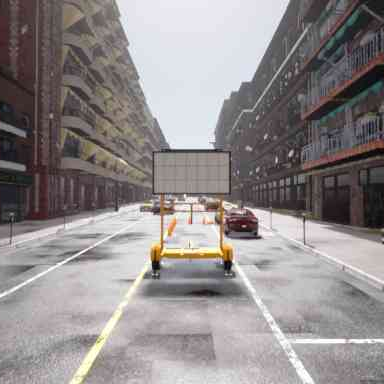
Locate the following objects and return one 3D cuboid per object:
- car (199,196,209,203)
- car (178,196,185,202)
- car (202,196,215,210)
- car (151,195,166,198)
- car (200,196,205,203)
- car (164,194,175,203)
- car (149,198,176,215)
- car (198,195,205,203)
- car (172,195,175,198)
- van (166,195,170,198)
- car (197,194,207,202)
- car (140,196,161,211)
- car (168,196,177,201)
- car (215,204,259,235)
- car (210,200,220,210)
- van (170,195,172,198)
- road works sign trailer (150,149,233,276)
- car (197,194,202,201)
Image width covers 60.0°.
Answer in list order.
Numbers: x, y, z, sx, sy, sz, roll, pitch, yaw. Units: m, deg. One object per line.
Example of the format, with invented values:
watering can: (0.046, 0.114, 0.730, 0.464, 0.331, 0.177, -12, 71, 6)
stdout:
car: (2.587, 1.626, 74.018, 1.967, 1.590, 4.097, 1, 0, 0)
car: (-2.758, 1.774, 87.648, 1.812, 1.442, 4.674, 0, 0, 0)
car: (2.581, 1.614, 40.832, 1.887, 1.381, 4.507, 1, 0, 0)
car: (-5.294, 1.399, 46.427, 2.192, 1.841, 5.009, 2, 0, 0)
car: (2.580, 1.634, 46.364, 2.008, 1.369, 4.403, 1, 0, 0)
car: (-5.298, 1.526, 79.608, 2.192, 1.841, 5.009, 1, 0, 0)
car: (-2.852, 1.614, 33.802, 1.994, 1.385, 4.181, 0, 0, 0)
car: (2.579, 1.684, 62.956, 1.887, 1.381, 4.507, 1, 0, 0)
car: (-5.298, 1.501, 74.078, 2.192, 1.841, 5.009, 1, 0, 0)
van: (-5.296, 1.460, 57.485, 1.690, 1.788, 3.998, 2, 0, 0)
car: (2.547, 1.551, 85.080, 2.192, 1.841, 5.009, 1, 0, 0)
car: (-5.299, 1.594, 40.725, 1.752, 1.417, 4.829, 2, 0, 0)
car: (-5.306, 1.830, 90.669, 1.947, 1.339, 4.313, 1, 0, 0)
car: (2.583, 1.565, 18.710, 1.887, 1.381, 4.507, 1, 0, 0)
car: (2.583, 1.555, 24.412, 1.752, 1.417, 4.829, 1, 0, 0)
van: (-5.297, 1.481, 63.017, 1.690, 1.788, 3.998, 1, 0, 0)
road works sign trailer: (-0.011, 0.473, 10.382, 2.380, 3.560, 2.880, 0, 0, 0)
car: (2.578, 1.706, 68.486, 1.887, 1.381, 4.507, 1, 0, 0)
